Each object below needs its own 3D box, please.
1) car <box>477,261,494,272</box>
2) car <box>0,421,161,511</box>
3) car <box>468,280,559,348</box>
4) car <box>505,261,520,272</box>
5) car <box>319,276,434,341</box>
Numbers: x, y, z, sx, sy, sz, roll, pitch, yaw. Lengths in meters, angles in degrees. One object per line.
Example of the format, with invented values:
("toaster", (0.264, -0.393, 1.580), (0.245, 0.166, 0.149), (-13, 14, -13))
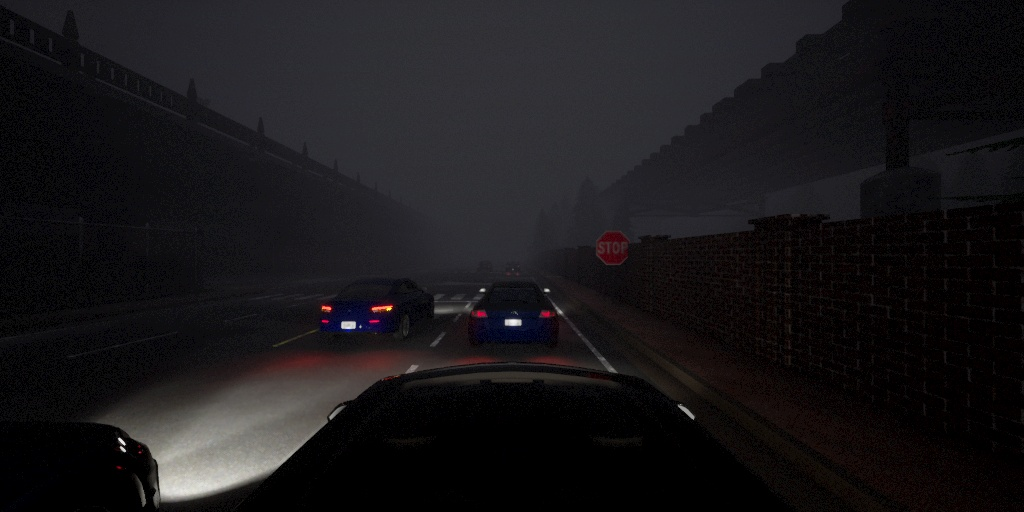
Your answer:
("car", (-3.410, 1.297, 45.908), (2.033, 1.411, 5.357), (0, 0, -1))
("car", (-3.398, 1.314, 0.683), (1.994, 1.385, 4.181), (0, 0, 0))
("car", (0.067, 1.314, 9.258), (1.994, 1.385, 4.181), (0, 0, 1))
("car", (0.085, 1.351, 46.076), (1.895, 1.301, 4.718), (0, 0, -1))
("car", (-3.415, 1.276, 9.779), (1.812, 1.442, 4.674), (0, 0, 0))
